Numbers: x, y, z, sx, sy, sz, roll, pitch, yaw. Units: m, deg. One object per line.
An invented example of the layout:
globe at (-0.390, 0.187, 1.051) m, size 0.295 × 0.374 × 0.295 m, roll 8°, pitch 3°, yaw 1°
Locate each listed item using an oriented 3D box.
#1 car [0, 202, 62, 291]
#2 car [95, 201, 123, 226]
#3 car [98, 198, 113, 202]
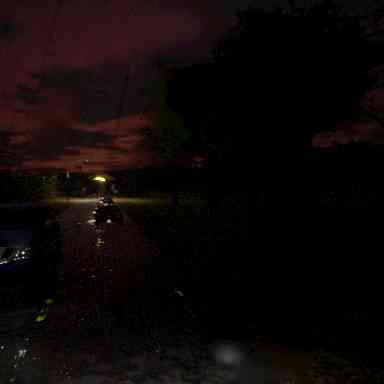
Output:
car at (-5.069, 1.335, 9.363) m, size 2.150 × 2.045 × 5.566 m, roll -1°, pitch 0°, yaw -15°
car at (-6.131, 1.645, 24.392) m, size 1.895 × 1.301 × 4.718 m, roll -1°, pitch 1°, yaw -15°
car at (-10.202, 1.404, 39.640) m, size 2.033 × 1.411 × 5.357 m, roll -1°, pitch 1°, yaw -14°
